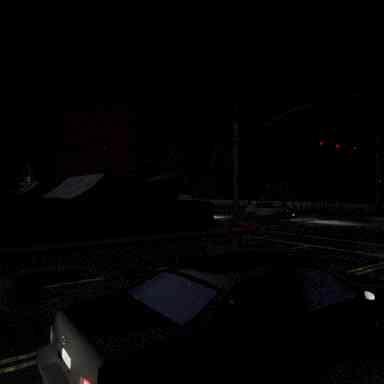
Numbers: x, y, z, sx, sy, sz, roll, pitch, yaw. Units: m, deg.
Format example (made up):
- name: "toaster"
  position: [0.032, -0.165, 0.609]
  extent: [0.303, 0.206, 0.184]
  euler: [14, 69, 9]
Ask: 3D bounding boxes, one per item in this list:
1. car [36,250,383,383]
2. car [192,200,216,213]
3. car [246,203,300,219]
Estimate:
- name: "car"
  position: [0.915, 1.547, 4.463]
  extent: [5.357, 1.411, 2.033]
  euler: [0, 0, -35]
- name: "car"
  position: [-0.033, 1.547, 32.819]
  extent: [2.033, 1.411, 5.357]
  euler: [0, 0, -37]
- name: "car"
  position: [7.059, 1.600, 29.232]
  extent: [1.895, 1.301, 4.718]
  euler: [0, 0, -37]
